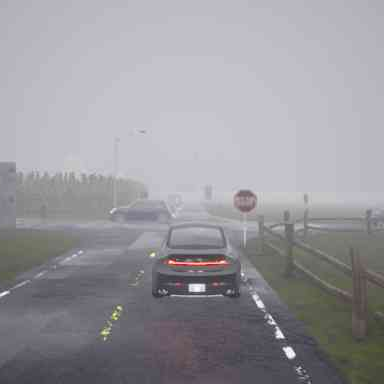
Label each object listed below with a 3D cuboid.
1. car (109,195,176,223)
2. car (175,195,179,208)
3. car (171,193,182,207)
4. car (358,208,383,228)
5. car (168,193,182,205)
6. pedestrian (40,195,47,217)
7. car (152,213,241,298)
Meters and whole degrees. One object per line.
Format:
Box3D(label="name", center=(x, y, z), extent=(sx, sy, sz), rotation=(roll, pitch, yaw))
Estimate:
Box3D(label="car", center=(-3.680, 1.334, 24.271), extent=(4.553, 1.767, 2.097), rotation=(1, 0, 0))
Box3D(label="car", center=(-2.917, 1.484, 38.769), extent=(1.882, 1.535, 5.008), rotation=(0, 0, 0))
Box3D(label="car", center=(-2.928, 1.361, 49.054), extent=(2.097, 1.767, 4.553), rotation=(0, 0, 0))
Box3D(label="car", center=(14.780, 1.798, 24.377), extent=(4.902, 1.511, 2.128), rotation=(1, -1, 0))
Box3D(label="car", center=(-2.934, 1.232, 59.720), extent=(2.150, 2.045, 5.566), rotation=(0, 0, 1))
Box3D(label="pedestrian", center=(-12.218, 1.141, 27.267), extent=(0.375, 1.860, 0.375), rotation=(0, -2, 0))
Box3D(label="car", center=(0.087, 1.506, 8.505), extent=(1.837, 1.490, 4.892), rotation=(0, 0, 0))
